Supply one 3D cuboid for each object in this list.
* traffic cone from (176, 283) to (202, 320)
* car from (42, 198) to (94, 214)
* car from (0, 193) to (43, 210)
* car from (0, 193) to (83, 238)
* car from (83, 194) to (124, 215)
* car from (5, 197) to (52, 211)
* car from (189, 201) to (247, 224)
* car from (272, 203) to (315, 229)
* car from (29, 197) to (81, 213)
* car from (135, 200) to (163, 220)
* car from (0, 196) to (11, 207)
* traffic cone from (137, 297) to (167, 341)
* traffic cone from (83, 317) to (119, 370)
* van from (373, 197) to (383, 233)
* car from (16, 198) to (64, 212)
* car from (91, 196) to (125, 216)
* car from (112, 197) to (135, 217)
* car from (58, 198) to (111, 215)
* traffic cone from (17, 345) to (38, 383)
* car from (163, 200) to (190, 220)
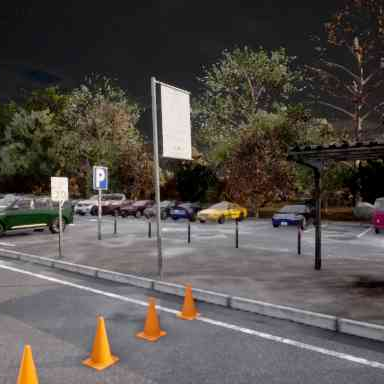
[{"bbox_3d":[-0.057,1.957,6.044,0.340,0.580,0.340,0,0,36],"label":"traffic cone"},{"bbox_3d":[-13.465,1.453,36.493,2.097,1.535,5.008,0,0,35],"label":"car"},{"bbox_3d":[-22.567,1.151,42.855,2.435,2.045,5.566,0,0,35],"label":"car"},{"bbox_3d":[-8.924,1.220,17.293,2.435,2.045,5.566,0,0,35],"label":"car"},{"bbox_3d":[-8.934,1.211,33.282,2.435,2.045,5.566,0,0,35],"label":"car"},{"bbox_3d":[-20.265,1.450,41.309,2.163,1.488,4.792,0,0,35],"label":"car"},{"bbox_3d":[2.333,1.474,25.179,1.946,1.575,5.366,0,0,35],"label":"car"},{"bbox_3d":[6.966,1.513,22.116,2.163,1.488,4.792,0,0,35],"label":"car"},{"bbox_3d":[-15.629,1.442,38.244,1.946,1.575,5.366,0,0,35],"label":"car"},{"bbox_3d":[-2.099,1.472,28.526,2.231,1.521,4.892,0,0,35],"label":"car"},{"bbox_3d":[-29.260,1.330,47.818,1.946,1.575,5.366,1,0,35],"label":"car"},{"bbox_3d":[-0.631,1.957,5.229,0.340,0.580,0.340,0,0,35],"label":"traffic cone"},{"bbox_3d":[-1.206,1.957,4.412,0.340,0.580,0.340,0,0,35],"label":"traffic cone"},{"bbox_3d":[11.592,1.264,19.046,1.878,1.987,4.442,0,0,35],"label":"van"},{"bbox_3d":[-18.020,1.467,39.662,2.163,1.488,4.792,0,0,35],"label":"car"},{"bbox_3d":[-6.643,1.465,31.715,2.097,1.535,5.008,0,0,35],"label":"car"},{"bbox_3d":[-4.372,1.468,30.120,2.097,1.535,5.008,0,0,35],"label":"car"},{"bbox_3d":[-11.192,1.460,34.896,2.231,1.521,4.892,0,0,35],"label":"car"},{"bbox_3d":[-1.781,1.957,3.595,0.340,0.580,0.340,0,0,35],"label":"traffic cone"},{"bbox_3d":[0.185,1.504,26.950,2.163,1.488,4.792,0,0,35],"label":"car"}]
